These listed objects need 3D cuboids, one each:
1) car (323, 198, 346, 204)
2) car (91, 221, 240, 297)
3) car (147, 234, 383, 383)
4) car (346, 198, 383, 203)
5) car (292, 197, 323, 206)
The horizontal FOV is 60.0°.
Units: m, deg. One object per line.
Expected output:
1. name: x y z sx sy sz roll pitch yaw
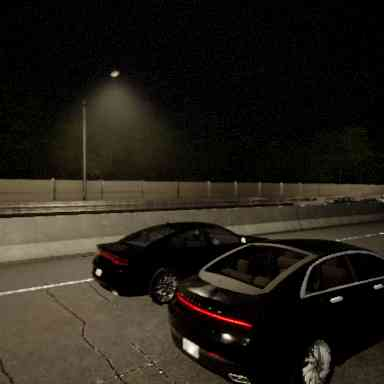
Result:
1. car: 17.300 1.393 37.809 4.181 1.385 1.994 0 0 -35
2. car: 0.133 1.456 8.140 5.008 1.535 1.882 0 0 -35
3. car: 1.957 1.485 5.141 4.892 1.490 1.837 0 0 -35
4. car: 18.622 1.381 34.457 5.357 1.411 2.033 0 0 -35
5. car: 14.006 1.363 39.763 4.674 1.442 1.812 0 0 -35
